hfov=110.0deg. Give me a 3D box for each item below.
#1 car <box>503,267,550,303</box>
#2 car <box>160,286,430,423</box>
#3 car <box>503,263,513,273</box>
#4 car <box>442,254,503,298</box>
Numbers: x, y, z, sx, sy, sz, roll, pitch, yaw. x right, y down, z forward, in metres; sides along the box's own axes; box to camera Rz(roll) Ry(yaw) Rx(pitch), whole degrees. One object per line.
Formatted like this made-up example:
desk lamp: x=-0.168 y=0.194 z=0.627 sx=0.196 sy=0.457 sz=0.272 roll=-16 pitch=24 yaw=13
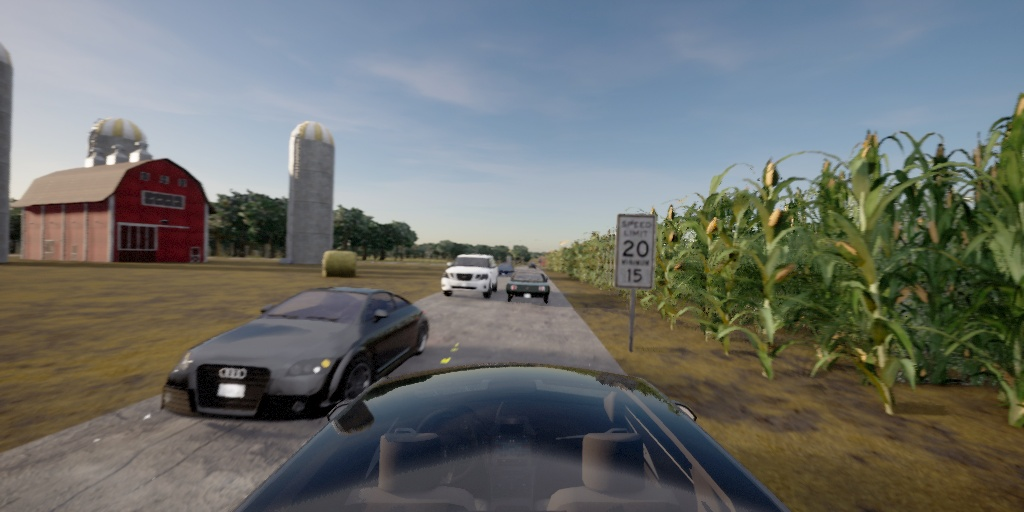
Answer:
car: x=0.802 y=1.407 z=17.391 sx=1.895 sy=1.301 sz=4.718 roll=2 pitch=0 yaw=3
car: x=-2.750 y=1.204 z=5.675 sx=1.994 sy=1.385 sz=4.181 roll=2 pitch=0 yaw=4
car: x=-0.685 y=1.481 z=39.034 sx=2.033 sy=1.411 sz=5.357 roll=2 pitch=-1 yaw=4
car: x=-1.963 y=0.926 z=18.492 sx=2.150 sy=2.045 sz=5.566 roll=2 pitch=0 yaw=3
